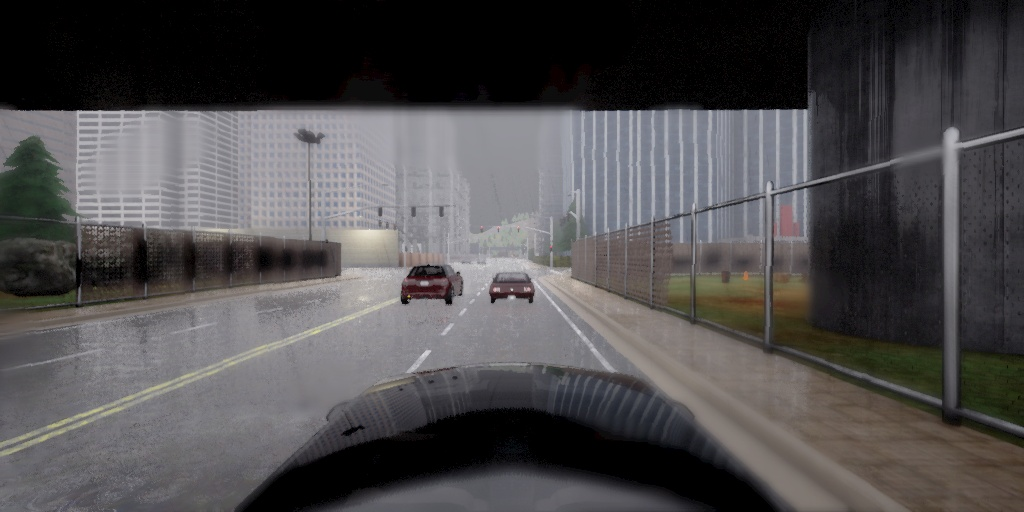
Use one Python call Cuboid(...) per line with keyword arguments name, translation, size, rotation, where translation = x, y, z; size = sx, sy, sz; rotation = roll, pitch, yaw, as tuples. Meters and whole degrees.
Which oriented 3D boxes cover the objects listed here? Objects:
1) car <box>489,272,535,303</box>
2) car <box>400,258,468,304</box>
Cuboid(name="car", translation=(0.000, 1.365, 16.530), size=(1.895, 1.301, 4.718), rotation=(0, 0, 0))
Cuboid(name="car", translation=(-3.500, 1.115, 16.470), size=(2.097, 1.767, 4.553), rotation=(0, 0, 0))
